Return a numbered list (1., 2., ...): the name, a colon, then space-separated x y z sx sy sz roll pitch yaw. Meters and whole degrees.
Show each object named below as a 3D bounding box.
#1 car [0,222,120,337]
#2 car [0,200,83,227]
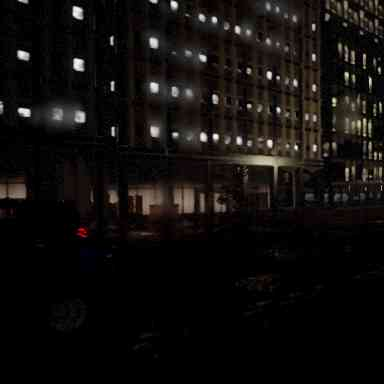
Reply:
1. car: -3.627 1.477 5.088 5.008 1.535 1.882 0 0 -35
2. car: -5.289 1.221 7.897 5.566 2.045 2.150 0 0 -35
